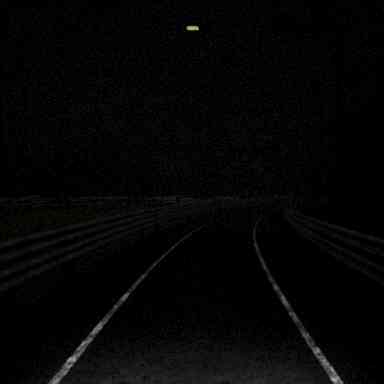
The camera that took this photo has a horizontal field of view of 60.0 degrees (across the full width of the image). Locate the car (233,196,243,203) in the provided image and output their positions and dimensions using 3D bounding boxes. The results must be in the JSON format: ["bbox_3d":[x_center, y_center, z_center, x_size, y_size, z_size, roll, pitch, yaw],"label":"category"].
[{"bbox_3d":[10.288,1.725,78.150,2.033,1.411,5.357,0,0,40],"label":"car"}]

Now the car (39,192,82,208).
[{"bbox_3d":[-17.683,1.024,44.742,2.150,2.045,5.566,0,0,40],"label":"car"}]

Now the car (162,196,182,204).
[{"bbox_3d":[-3.847,1.518,61.268,1.812,1.442,4.674,0,0,40],"label":"car"}]
